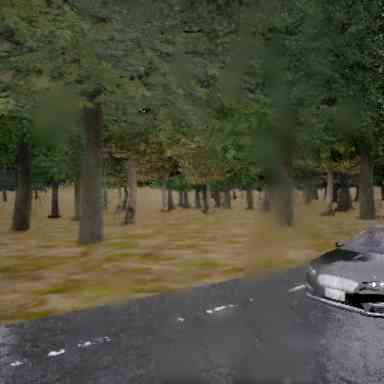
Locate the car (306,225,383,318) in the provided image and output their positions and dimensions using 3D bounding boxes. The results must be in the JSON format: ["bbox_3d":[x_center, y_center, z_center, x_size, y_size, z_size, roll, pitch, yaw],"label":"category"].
[{"bbox_3d":[4.463,1.505,7.180,4.902,1.511,2.128,0,0,-36],"label":"car"}]
